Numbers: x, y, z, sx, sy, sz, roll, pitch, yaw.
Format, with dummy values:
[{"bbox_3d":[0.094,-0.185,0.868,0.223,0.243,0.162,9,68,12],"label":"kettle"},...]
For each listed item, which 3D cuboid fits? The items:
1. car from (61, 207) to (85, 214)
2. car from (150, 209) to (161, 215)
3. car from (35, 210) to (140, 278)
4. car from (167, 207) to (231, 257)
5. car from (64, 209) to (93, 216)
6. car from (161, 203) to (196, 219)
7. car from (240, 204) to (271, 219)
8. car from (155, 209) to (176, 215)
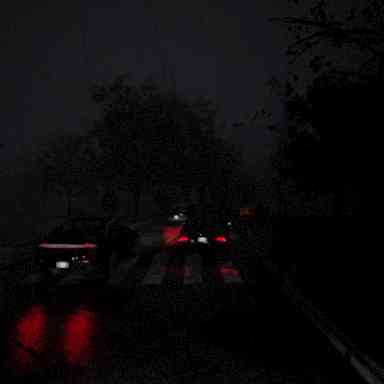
[{"bbox_3d":[-22.814,3.688,63.794,2.097,1.767,4.553,-2,-4,34],"label":"car"},{"bbox_3d":[-6.319,4.395,72.288,5.357,1.411,2.033,0,-4,1],"label":"car"},{"bbox_3d":[-2.909,1.507,10.250,2.128,1.511,4.902,0,0,3],"label":"car"},{"bbox_3d":[0.551,1.552,13.015,2.033,1.411,5.357,0,0,5],"label":"car"},{"bbox_3d":[-23.274,4.159,68.433,2.033,1.411,5.357,-3,-5,40],"label":"car"},{"bbox_3d":[-0.500,1.579,25.216,1.837,1.490,4.892,-1,-2,14],"label":"car"},{"bbox_3d":[6.452,1.961,33.599,1.882,1.535,5.008,-2,-4,29],"label":"car"},{"bbox_3d":[-6.065,4.578,75.524,4.674,1.442,1.812,0,-4,1],"label":"car"}]
